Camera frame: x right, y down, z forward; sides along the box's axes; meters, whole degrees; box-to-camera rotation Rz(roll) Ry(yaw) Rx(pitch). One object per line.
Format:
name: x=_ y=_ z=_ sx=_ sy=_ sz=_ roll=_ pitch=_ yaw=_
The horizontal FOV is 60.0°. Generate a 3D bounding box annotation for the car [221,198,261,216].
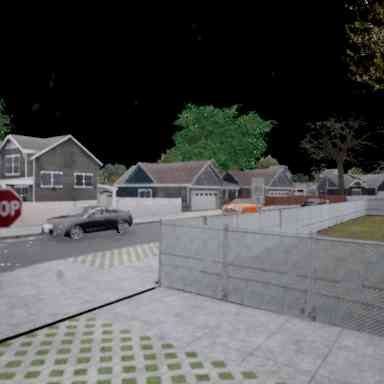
car: x=4.581 y=1.332 z=30.594 sx=2.097 sy=1.767 sz=4.553 roll=0 pitch=0 yaw=37

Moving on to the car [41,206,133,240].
car: x=-5.189 y=1.478 z=17.081 sx=2.128 sy=1.511 sz=4.902 roll=0 pitch=0 yaw=36

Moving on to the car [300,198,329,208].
car: x=16.727 y=1.555 z=45.076 sx=5.357 sy=1.411 sz=2.033 roll=0 pitch=0 yaw=-44
